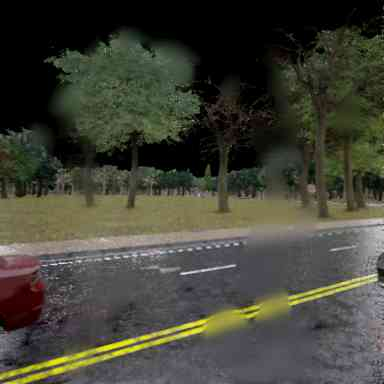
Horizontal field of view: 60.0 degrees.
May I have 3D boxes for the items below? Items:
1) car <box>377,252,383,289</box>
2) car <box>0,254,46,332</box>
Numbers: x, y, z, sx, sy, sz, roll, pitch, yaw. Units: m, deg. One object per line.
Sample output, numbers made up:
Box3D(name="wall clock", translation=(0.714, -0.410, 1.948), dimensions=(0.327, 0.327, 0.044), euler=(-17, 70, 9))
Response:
Box3D(name="car", translation=(6.276, 1.614, 7.923), dimensions=(4.892, 1.490, 1.837), euler=(0, 0, -36))
Box3D(name="car", translation=(-4.651, 1.462, 4.358), dimensions=(5.008, 1.535, 1.882), euler=(1, 0, -36))
